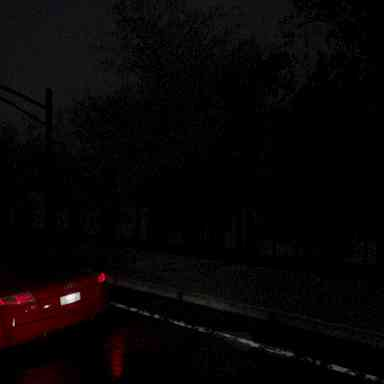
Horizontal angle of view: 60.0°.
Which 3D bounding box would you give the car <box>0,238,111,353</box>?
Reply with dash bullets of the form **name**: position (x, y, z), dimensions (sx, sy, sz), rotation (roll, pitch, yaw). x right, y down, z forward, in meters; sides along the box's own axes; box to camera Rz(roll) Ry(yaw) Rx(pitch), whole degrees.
- **car**: position (-3.453, 1.564, 6.142), dimensions (4.181, 1.385, 1.994), rotation (0, 0, 35)
